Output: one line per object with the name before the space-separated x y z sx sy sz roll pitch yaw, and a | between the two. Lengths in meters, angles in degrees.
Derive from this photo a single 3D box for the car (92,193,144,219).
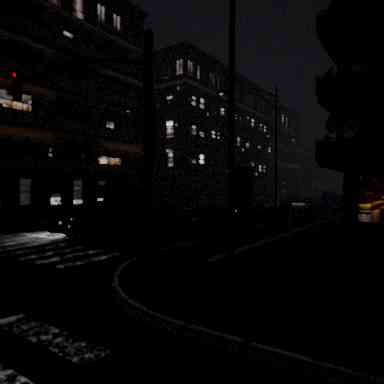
car | -5.557 1.026 22.868 2.192 1.841 5.009 2 2 35

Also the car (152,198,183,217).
car | -2.362 1.175 27.436 1.887 1.381 4.507 2 2 35

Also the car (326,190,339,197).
car | 32.807 0.330 77.615 1.802 1.307 4.206 2 2 35

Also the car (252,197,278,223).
car | 4.478 1.280 22.595 1.802 1.307 4.206 2 2 35

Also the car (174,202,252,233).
car | 1.280 1.345 18.033 1.947 1.339 4.313 2 2 35

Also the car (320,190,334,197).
car | 29.610 0.373 73.053 1.887 1.381 4.507 2 2 35

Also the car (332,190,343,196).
car | 36.004 0.250 82.177 1.802 1.307 4.206 2 2 35

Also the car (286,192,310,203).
car | 15.848 0.860 48.750 1.994 1.385 4.181 1 1 35

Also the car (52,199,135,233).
car | -5.523 1.348 18.433 1.994 1.385 4.181 1 1 35

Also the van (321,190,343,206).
van | 17.269 0.718 40.837 1.690 1.788 3.998 2 2 35

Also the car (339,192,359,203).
car | 23.661 0.761 49.964 1.887 1.381 4.507 2 2 35

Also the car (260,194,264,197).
car | 5.285 1.076 33.844 1.994 1.385 4.181 1 1 35

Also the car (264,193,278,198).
car | 10.427 0.875 45.683 1.947 1.339 4.313 2 2 35
